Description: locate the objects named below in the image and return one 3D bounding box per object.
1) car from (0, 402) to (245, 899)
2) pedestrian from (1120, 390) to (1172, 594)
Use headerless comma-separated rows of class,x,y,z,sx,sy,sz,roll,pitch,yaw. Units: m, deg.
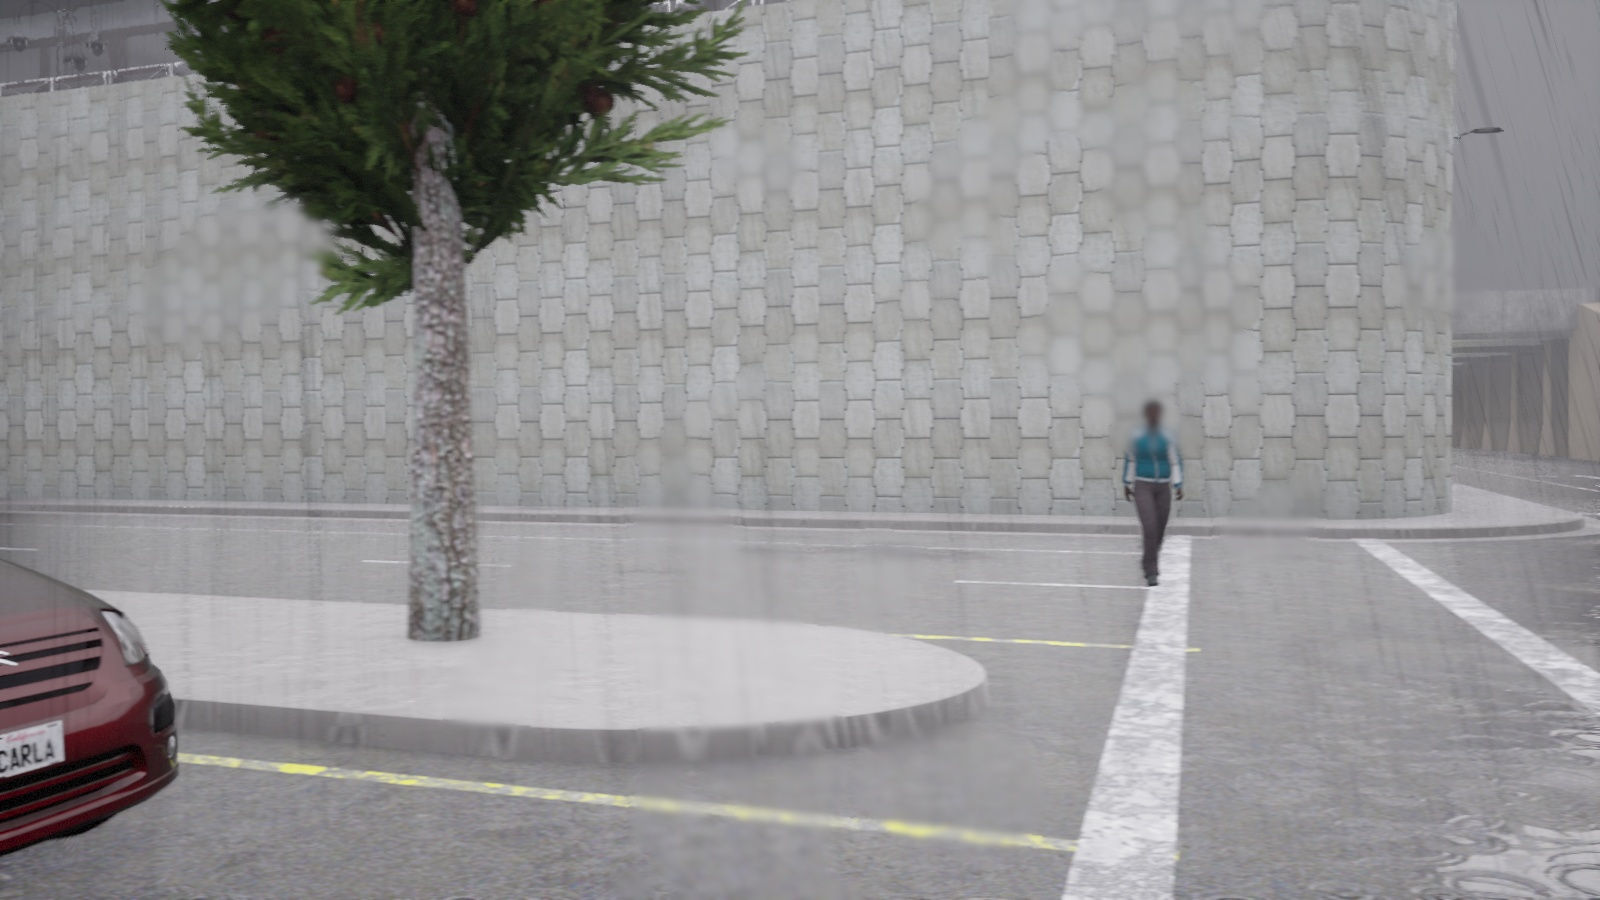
car,-4.353,0.644,4.656,3.988,1.617,1.851,0,1,19
pedestrian,3.366,0.390,12.250,0.396,1.930,0.692,0,1,8
